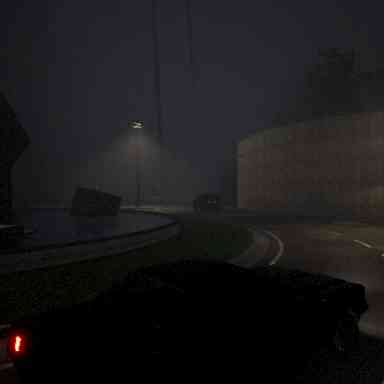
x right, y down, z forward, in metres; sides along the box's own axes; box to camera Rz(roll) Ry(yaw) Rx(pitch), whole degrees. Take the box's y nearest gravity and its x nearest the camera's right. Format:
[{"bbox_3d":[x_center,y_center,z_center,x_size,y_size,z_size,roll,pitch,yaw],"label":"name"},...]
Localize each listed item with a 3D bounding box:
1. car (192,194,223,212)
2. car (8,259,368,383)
[{"bbox_3d":[1.733,1.220,38.965,2.150,2.045,5.566,-1,0,-18],"label":"car"},{"bbox_3d":[0.392,1.601,4.368,4.718,1.301,1.895,0,0,-38],"label":"car"}]
